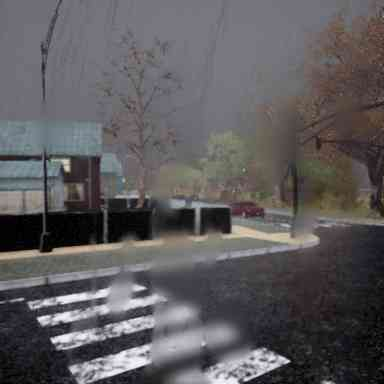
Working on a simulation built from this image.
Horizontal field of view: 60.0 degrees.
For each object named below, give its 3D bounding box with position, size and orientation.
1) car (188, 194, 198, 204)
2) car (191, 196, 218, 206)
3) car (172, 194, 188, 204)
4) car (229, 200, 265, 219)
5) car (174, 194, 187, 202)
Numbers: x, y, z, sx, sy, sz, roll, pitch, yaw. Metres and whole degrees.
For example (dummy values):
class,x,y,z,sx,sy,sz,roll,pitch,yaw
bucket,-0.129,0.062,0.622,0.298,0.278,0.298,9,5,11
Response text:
class,x,y,z,sx,sy,sz,roll,pitch,yaw
car,0.094,1.268,60.503,2.097,1.767,4.553,-1,0,-15
car,1.850,1.585,42.720,2.033,1.411,5.357,-1,1,-15
car,-2.577,1.469,59.702,1.837,1.490,4.892,-1,0,-14
car,5.000,1.570,30.771,1.882,1.535,5.008,-1,1,-15
car,-2.467,1.207,70.205,1.837,1.490,4.892,-1,0,-15
